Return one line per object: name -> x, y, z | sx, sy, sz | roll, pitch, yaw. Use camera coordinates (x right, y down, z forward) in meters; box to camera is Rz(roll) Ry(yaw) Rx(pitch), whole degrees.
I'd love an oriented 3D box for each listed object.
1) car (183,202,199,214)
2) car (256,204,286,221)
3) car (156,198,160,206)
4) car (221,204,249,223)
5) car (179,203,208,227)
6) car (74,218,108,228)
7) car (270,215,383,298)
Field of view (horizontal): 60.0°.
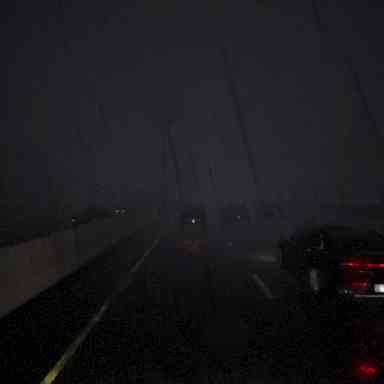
car -> -0.149, 2.021, 42.009 | 1.895, 1.301, 4.718 | 0, -1, -2
car -> 7.082, 1.793, 30.116 | 2.128, 1.511, 4.902 | 0, -1, 0
car -> -7.938, 2.047, 69.445 | 2.097, 1.767, 4.553 | 0, -1, -1
car -> 3.592, 1.773, 28.092 | 2.128, 1.511, 4.902 | 0, -1, 0
car -> 0.102, 1.752, 24.760 | 1.837, 1.490, 4.892 | 0, -1, 0
car -> -7.089, 1.792, 24.306 | 2.033, 1.411, 5.357 | 0, -1, 0
car -> 3.601, 1.593, 8.706 | 1.837, 1.490, 4.892 | 0, -1, 0
